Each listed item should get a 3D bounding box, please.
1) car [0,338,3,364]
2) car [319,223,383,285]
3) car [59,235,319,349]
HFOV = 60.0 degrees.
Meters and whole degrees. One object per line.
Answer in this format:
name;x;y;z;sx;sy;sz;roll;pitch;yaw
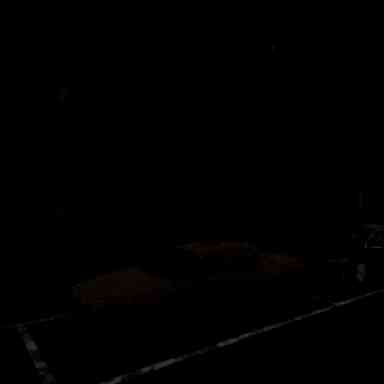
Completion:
car;-4.231;1.427;3.170;4.097;1.590;1.967;1;0;-36
car;4.752;1.619;9.579;4.403;1.369;2.008;1;0;-36
car;0.121;1.552;6.276;4.829;1.417;1.752;1;0;-36
